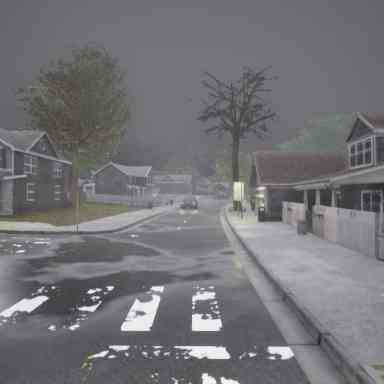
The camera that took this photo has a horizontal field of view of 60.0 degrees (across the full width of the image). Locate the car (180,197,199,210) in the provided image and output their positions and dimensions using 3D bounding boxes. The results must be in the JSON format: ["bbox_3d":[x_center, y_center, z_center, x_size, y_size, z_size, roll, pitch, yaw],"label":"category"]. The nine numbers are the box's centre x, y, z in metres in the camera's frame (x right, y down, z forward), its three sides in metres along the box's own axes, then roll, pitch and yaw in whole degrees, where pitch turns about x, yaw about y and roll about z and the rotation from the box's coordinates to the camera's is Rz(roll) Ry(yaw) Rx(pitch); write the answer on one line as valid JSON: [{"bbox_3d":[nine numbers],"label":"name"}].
[{"bbox_3d":[-0.334,1.409,43.897,2.097,1.767,4.553,0,0,6],"label":"car"}]
